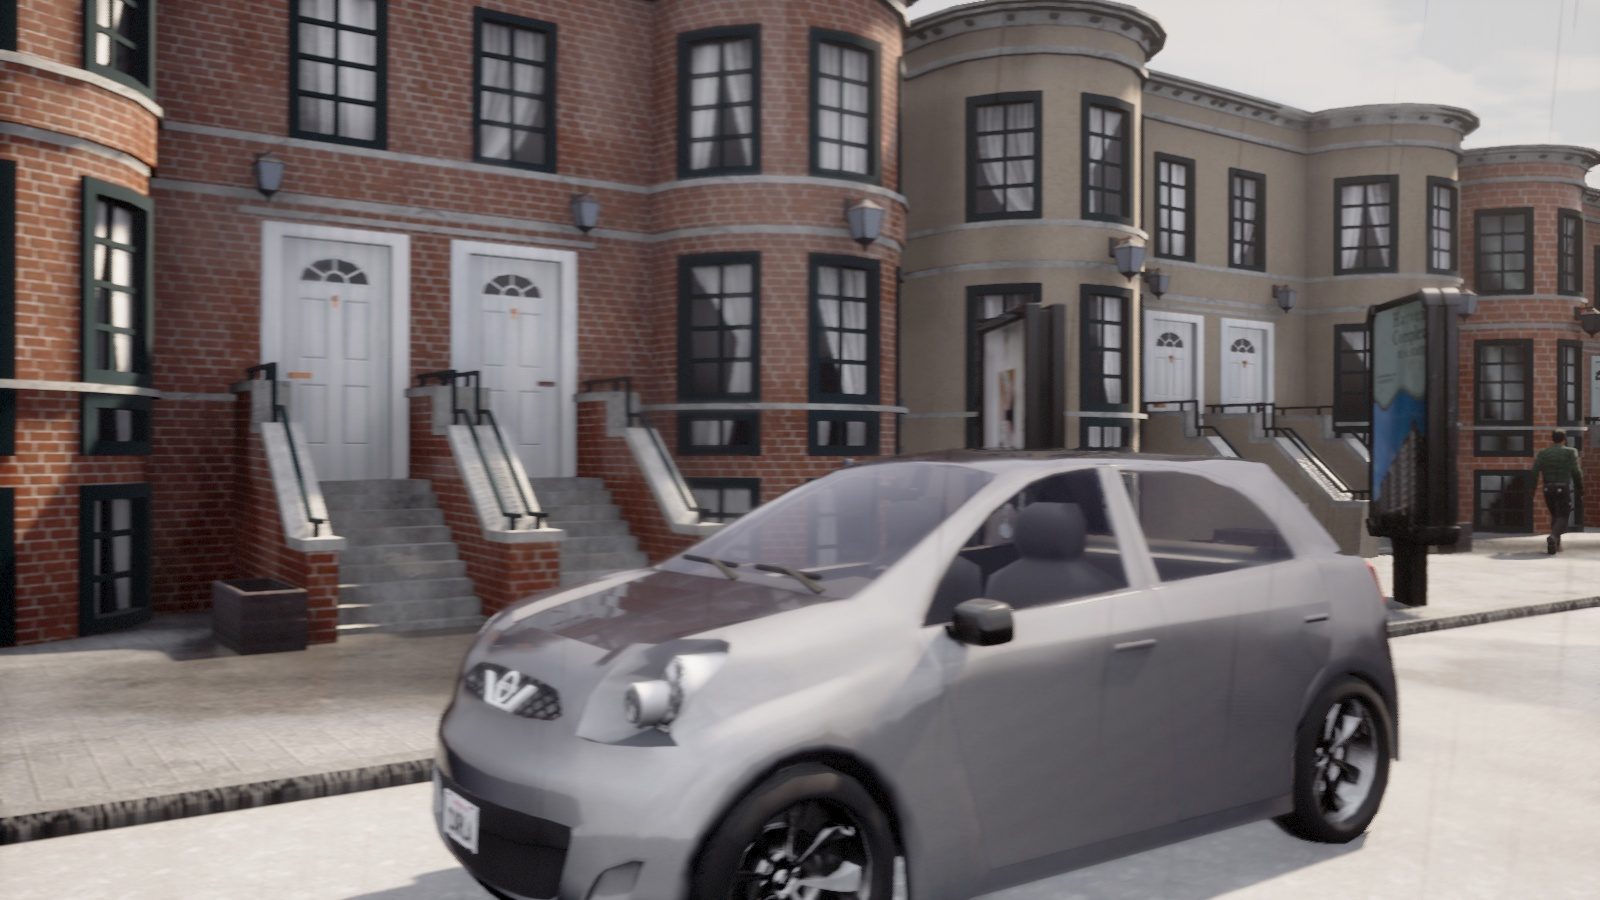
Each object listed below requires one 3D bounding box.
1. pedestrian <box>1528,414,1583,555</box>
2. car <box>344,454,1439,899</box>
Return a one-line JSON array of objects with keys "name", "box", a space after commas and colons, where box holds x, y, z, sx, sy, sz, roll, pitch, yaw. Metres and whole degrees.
[{"name": "pedestrian", "box": [10.630, 0.475, 17.669, 0.788, 1.949, 0.423, 0, 0, -40]}, {"name": "car", "box": [0.457, 0.769, 4.586, 3.633, 1.501, 1.845, 0, 0, -35]}]
